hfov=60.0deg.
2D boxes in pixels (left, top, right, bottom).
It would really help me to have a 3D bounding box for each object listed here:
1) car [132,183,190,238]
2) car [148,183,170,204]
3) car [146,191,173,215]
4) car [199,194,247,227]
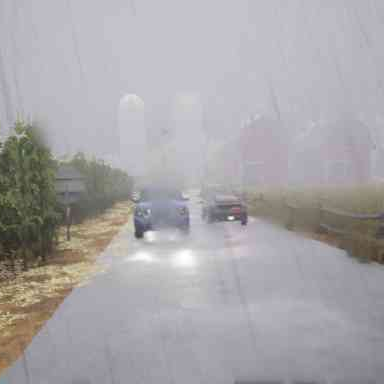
[{"bbox_3d":[-1.404,0.725,15.013,2.150,2.045,5.566,-2,2,-6],"label":"car"},{"bbox_3d":[-3.669,0.071,37.113,2.150,2.045,5.566,-2,2,-6],"label":"car"},{"bbox_3d":[-2.443,0.748,25.166,1.812,1.442,4.674,-2,2,-6],"label":"car"},{"bbox_3d":[1.558,0.847,17.359,1.837,1.490,4.892,-2,2,-4],"label":"car"}]
